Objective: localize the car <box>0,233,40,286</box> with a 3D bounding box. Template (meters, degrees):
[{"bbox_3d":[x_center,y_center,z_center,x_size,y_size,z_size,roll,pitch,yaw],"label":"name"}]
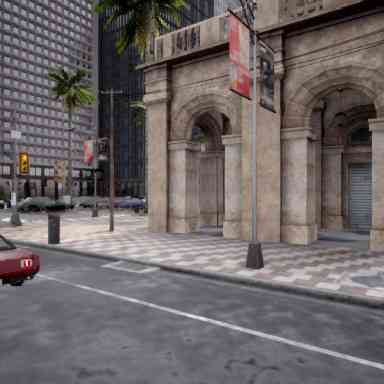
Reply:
[{"bbox_3d":[-5.812,1.604,8.191,4.718,1.301,1.895,0,0,37],"label":"car"}]

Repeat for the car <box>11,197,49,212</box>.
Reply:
[{"bbox_3d":[-18.760,1.366,39.242,2.097,1.767,4.553,0,0,36],"label":"car"}]

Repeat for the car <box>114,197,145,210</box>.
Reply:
[{"bbox_3d":[-7.385,1.537,42.709,1.812,1.442,4.674,0,0,36],"label":"car"}]

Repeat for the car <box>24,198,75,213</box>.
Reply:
[{"bbox_3d":[-15.754,1.613,37.424,1.895,1.301,4.718,0,0,36],"label":"car"}]

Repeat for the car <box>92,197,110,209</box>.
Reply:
[{"bbox_3d":[-10.451,1.504,44.780,2.128,1.511,4.902,0,0,36],"label":"car"}]

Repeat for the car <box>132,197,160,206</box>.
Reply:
[{"bbox_3d":[-7.508,1.539,54.829,1.812,1.442,4.674,0,0,35],"label":"car"}]

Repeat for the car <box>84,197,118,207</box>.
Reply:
[{"bbox_3d":[-13.900,1.528,51.269,2.161,1.482,4.786,0,0,35],"label":"car"}]

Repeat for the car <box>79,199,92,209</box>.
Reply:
[{"bbox_3d":[-13.224,1.561,46.924,2.033,1.411,5.357,0,0,36],"label":"car"}]
